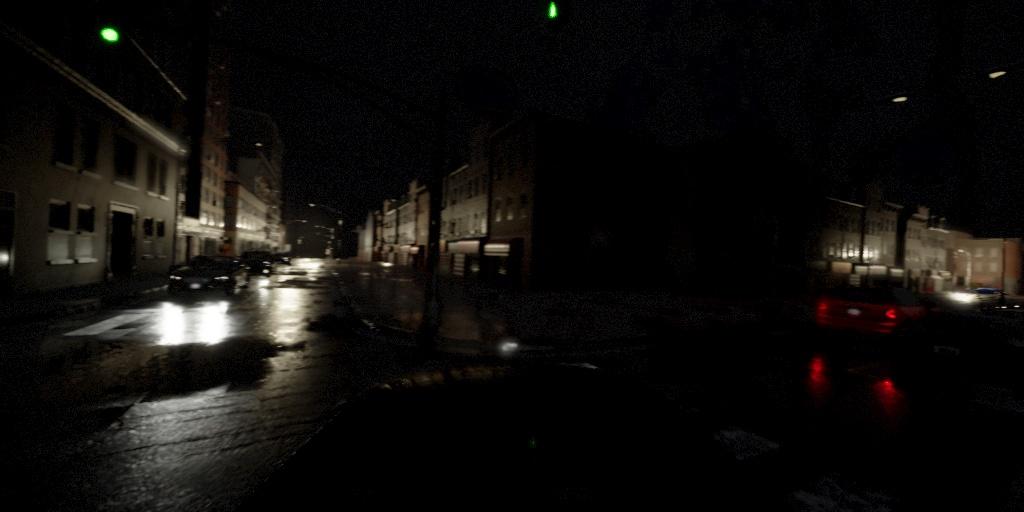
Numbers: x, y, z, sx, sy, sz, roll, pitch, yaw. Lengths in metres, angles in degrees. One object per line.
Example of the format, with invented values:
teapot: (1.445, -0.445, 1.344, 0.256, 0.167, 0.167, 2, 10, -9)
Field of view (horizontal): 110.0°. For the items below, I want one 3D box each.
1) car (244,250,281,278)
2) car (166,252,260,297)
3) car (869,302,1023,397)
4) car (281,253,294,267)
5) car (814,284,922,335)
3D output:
car: (-16.778, 0.437, 23.468, 2.097, 1.767, 4.553, 3, 0, -28)
car: (-12.025, 0.727, 14.520, 2.128, 1.511, 4.902, 3, 0, -28)
car: (9.800, 1.874, 7.573, 4.313, 1.339, 1.948, 0, 0, -28)
car: (-25.108, 0.372, 39.196, 1.837, 1.490, 4.892, 3, -1, -28)
car: (12.186, 1.808, 11.825, 4.553, 1.767, 2.097, 3, 0, -28)
